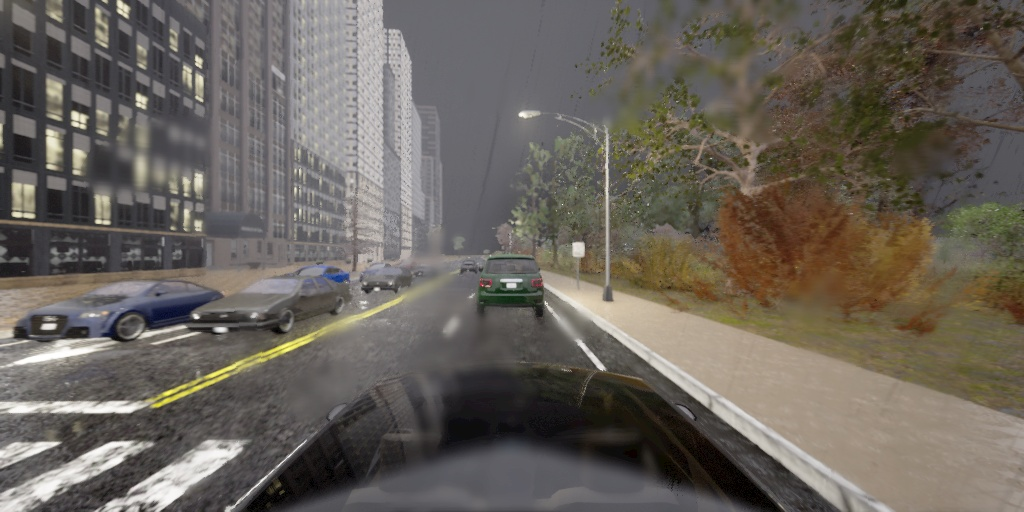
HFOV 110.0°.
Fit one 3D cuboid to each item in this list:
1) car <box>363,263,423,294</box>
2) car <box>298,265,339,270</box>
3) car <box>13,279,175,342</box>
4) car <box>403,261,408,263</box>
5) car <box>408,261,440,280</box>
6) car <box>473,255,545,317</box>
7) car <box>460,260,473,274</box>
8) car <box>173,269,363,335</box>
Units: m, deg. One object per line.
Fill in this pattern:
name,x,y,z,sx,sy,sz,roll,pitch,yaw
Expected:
car,-6.967,1.309,20.949,2.033,1.411,5.357,0,0,-2
car,-10.159,1.243,18.588,1.882,1.535,5.008,0,0,-2
car,-9.948,1.327,9.672,1.994,1.385,4.181,0,0,-1
car,-11.231,1.243,38.950,1.882,1.535,5.008,0,0,-4
car,-7.406,1.326,30.767,1.994,1.385,4.181,0,0,-3
car,-0.079,0.975,13.372,2.150,2.045,5.566,0,0,-1
car,-4.812,1.262,40.275,1.837,1.490,4.892,0,0,-5
car,-6.711,1.308,10.880,2.033,1.411,5.357,0,0,-1
